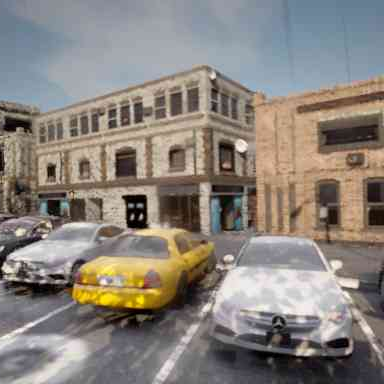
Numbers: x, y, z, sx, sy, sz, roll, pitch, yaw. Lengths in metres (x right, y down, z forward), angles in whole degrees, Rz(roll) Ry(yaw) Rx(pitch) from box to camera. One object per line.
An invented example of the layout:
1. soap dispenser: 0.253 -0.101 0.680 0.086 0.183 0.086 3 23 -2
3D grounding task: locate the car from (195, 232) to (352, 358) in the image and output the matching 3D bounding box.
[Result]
1. car: 1.660 1.540 6.268 2.002 1.452 4.674 0 -1 15

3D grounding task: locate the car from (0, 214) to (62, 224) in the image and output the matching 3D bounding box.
1. car: -5.518 1.589 11.356 2.231 1.521 4.892 0 -1 15

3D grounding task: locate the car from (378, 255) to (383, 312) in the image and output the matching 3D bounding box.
1. car: 4.058 1.472 4.579 2.231 1.521 4.892 0 -1 15

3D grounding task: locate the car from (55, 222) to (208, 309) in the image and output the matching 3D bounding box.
1. car: -0.694 1.529 8.141 1.946 1.575 5.366 -1 -1 15

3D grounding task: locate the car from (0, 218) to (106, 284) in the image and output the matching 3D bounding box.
1. car: -3.131 1.598 9.657 2.002 1.452 4.674 0 -1 15
